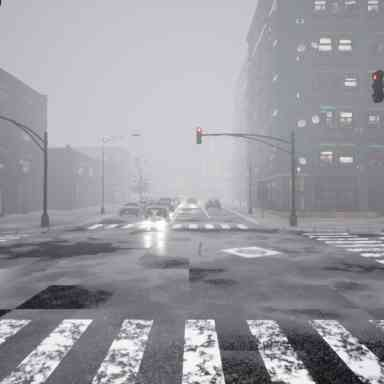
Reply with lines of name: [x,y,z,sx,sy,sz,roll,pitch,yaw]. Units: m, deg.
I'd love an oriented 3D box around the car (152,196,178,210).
car: [-3.084,1.363,38.964,2.097,1.767,4.553,0,0,0]

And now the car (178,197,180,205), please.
car: [-3.077,1.539,48.076,1.812,1.442,4.674,0,0,0]

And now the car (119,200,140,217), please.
car: [-5.743,1.554,31.797,1.887,1.381,4.507,1,0,0]

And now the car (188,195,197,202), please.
car: [0.021,1.378,69.892,1.812,1.442,4.674,0,0,0]

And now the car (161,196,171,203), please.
car: [-5.655,1.604,71.600,1.802,1.307,4.206,1,0,0]

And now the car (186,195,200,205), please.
car: [0.019,1.495,59.466,1.882,1.535,5.008,0,0,0]

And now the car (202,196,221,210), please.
car: [2.719,1.452,43.225,1.967,1.590,4.097,1,0,0]

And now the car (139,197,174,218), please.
car: [-3.088,1.500,29.946,2.128,1.511,4.902,0,0,0]
